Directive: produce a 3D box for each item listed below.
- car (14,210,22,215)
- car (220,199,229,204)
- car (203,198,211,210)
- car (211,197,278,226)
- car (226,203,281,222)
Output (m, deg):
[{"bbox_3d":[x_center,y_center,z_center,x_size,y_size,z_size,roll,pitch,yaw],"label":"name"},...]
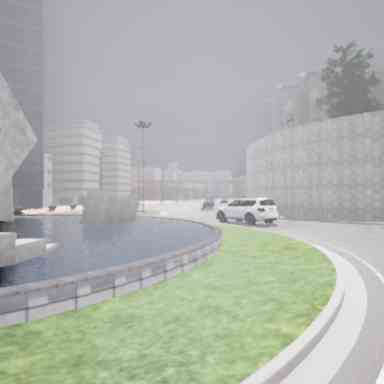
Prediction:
[{"bbox_3d":[-19.845,2.141,33.449,4.718,1.301,1.895,0,-1,-23],"label":"car"},{"bbox_3d":[8.626,2.529,88.629,1.994,1.385,4.181,-1,-1,10],"label":"car"},{"bbox_3d":[2.882,2.140,55.838,1.837,1.490,4.892,-1,-1,8],"label":"car"},{"bbox_3d":[4.282,1.505,26.553,2.150,2.045,5.566,1,-1,-35],"label":"car"},{"bbox_3d":[5.535,1.823,30.387,1.837,1.490,4.892,1,-2,-39],"label":"car"}]
